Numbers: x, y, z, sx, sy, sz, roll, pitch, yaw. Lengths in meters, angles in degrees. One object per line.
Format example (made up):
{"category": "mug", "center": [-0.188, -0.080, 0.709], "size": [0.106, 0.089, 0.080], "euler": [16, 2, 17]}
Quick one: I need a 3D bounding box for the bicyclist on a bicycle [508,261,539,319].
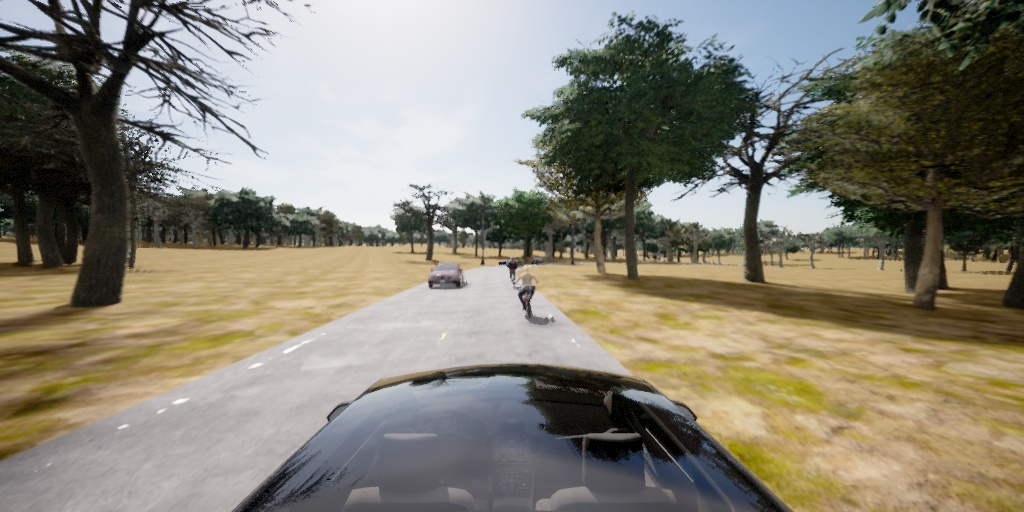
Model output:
{"category": "bicyclist on a bicycle", "center": [0.467, 1.067, 11.262], "size": [0.866, 1.612, 1.509], "euler": [-3, 1, -3]}

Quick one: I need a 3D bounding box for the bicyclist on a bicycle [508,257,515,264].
{"category": "bicyclist on a bicycle", "center": [0.034, 0.921, 21.111], "size": [0.659, 1.776, 1.843], "euler": [1, 0, -3]}

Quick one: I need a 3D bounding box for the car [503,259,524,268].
{"category": "car", "center": [0.507, 1.095, 56.236], "size": [2.033, 1.411, 5.357], "euler": [0, 0, 12]}

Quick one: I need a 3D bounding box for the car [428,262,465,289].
{"category": "car", "center": [-3.963, 1.135, 22.185], "size": [1.812, 1.442, 4.674], "euler": [0, 0, -3]}

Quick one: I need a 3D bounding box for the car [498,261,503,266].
{"category": "car", "center": [-1.015, 1.144, 63.552], "size": [1.895, 1.301, 4.718], "euler": [0, 0, 15]}
